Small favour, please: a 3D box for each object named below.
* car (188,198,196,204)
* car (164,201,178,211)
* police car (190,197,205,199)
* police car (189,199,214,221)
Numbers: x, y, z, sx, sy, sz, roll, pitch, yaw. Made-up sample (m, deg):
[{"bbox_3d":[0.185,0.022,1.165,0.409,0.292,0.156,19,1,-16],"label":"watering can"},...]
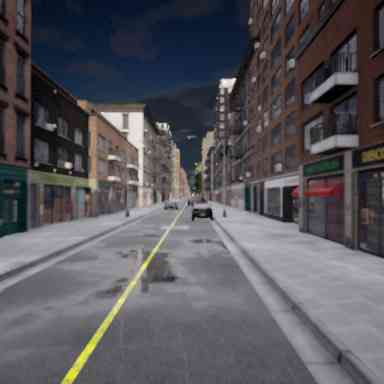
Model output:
[{"bbox_3d":[0.012,2.197,81.835,1.994,1.385,4.181,0,-1,0],"label":"car"},{"bbox_3d":[-3.061,2.029,49.664,1.994,1.385,4.181,0,-1,0],"label":"car"},{"bbox_3d":[0.907,1.796,40.390,1.930,1.638,5.238,0,-1,0],"label":"police car"},{"bbox_3d":[0.905,1.698,30.390,1.930,1.638,5.238,0,-1,0],"label":"police car"}]
